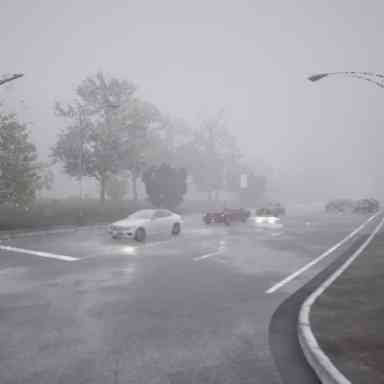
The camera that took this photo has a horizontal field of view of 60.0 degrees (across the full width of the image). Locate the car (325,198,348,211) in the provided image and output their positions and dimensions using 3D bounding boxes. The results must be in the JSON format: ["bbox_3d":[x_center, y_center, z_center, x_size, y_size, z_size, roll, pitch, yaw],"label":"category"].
[{"bbox_3d":[18.801,1.674,43.771,1.837,1.490,4.892,-1,-1,32],"label":"car"}]

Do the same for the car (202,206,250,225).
[{"bbox_3d":[2.650,1.706,25.069,1.895,1.301,4.718,-1,0,33],"label":"car"}]

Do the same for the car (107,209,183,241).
[{"bbox_3d":[-2.294,1.626,17.476,1.812,1.442,4.674,-1,0,34],"label":"car"}]

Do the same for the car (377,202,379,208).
[{"bbox_3d":[26.583,1.748,49.490,2.033,1.411,5.357,-1,-1,32],"label":"car"}]

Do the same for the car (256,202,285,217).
[{"bbox_3d":[7.965,1.694,33.477,1.994,1.385,4.181,-1,-1,31],"label":"car"}]

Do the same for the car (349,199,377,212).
[{"bbox_3d":[20.899,1.672,40.527,2.033,1.411,5.357,-1,-1,32],"label":"car"}]
